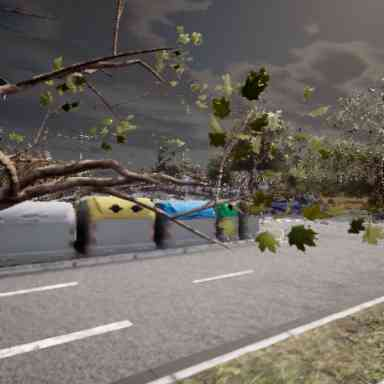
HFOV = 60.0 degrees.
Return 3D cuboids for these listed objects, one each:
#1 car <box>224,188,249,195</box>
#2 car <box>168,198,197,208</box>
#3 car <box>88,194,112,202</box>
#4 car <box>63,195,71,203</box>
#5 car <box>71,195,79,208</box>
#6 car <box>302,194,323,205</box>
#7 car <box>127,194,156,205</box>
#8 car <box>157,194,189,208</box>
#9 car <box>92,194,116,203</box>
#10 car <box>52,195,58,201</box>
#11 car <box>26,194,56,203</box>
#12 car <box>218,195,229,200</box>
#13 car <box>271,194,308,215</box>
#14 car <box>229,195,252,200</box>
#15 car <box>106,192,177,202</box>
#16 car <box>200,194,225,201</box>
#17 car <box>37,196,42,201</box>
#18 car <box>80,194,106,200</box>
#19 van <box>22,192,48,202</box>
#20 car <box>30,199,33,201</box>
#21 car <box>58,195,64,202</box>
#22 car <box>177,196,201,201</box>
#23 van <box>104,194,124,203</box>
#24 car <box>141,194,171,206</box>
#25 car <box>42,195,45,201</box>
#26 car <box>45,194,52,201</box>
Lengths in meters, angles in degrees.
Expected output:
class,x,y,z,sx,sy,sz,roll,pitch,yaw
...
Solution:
class,x,y,z,sx,sy,sz,roll,pitch,yaw
car,7.173,0.074,54.154,1.837,1.490,4.892,2,3,-34
car,-1.515,1.853,54.393,2.163,1.488,4.792,1,-2,35
car,-23.891,1.595,86.724,2.435,2.045,5.566,1,-2,35
car,-12.600,1.232,40.713,2.231,1.521,4.892,0,-1,35
car,-10.815,1.230,38.443,1.946,1.575,5.366,0,-1,35
car,14.578,0.983,43.346,1.837,1.490,4.892,2,3,-35
car,-10.091,1.585,66.863,2.435,2.045,5.566,1,-2,35
car,-3.193,1.577,56.934,2.435,2.045,5.566,1,-2,35
car,-22.179,1.592,84.187,2.435,2.045,5.566,1,-2,35
car,-15.970,1.235,45.574,2.097,1.535,5.008,0,-1,35
car,-29.482,1.250,65.028,2.231,1.521,4.892,1,-1,35
car,5.425,1.694,44.518,2.185,1.767,4.553,1,-2,35
car,10.588,1.562,37.077,2.435,2.045,5.566,1,-2,35
car,7.108,1.689,41.988,2.185,1.767,4.553,1,-2,35
car,-4.169,0.970,28.543,2.435,2.045,5.566,1,-1,35
car,3.693,1.695,47.001,2.185,1.767,4.553,1,-2,35
car,-21.139,1.234,52.715,1.946,1.575,5.366,1,-1,35
car,-9.245,1.101,35.835,2.185,1.767,4.553,0,-1,35
van,-32.915,1.023,69.788,1.878,1.987,4.442,1,-1,35
car,-27.807,1.121,62.569,2.185,1.767,4.553,0,-1,35
car,-14.301,1.262,43.122,2.163,1.488,4.792,1,-1,35
car,0.223,1.571,51.919,2.435,2.045,5.566,1,-2,35
van,-18.663,1.622,79.347,1.878,1.987,4.442,1,-2,35
car,-6.682,1.578,61.850,2.435,2.045,5.566,1,-2,35
car,-19.354,1.238,50.443,2.097,1.535,5.008,1,-1,35
car,-17.764,1.230,47.854,1.946,1.575,5.366,1,-1,35
